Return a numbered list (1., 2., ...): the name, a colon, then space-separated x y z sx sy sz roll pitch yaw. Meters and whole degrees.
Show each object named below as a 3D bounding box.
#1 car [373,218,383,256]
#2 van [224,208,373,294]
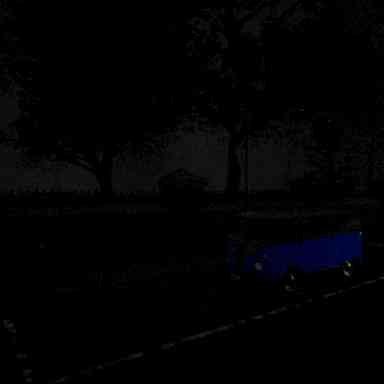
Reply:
1. car: 7.239 1.553 11.711 4.206 1.307 1.802 0 0 -35
2. van: 2.652 1.324 8.444 3.998 1.788 1.690 0 0 -35
